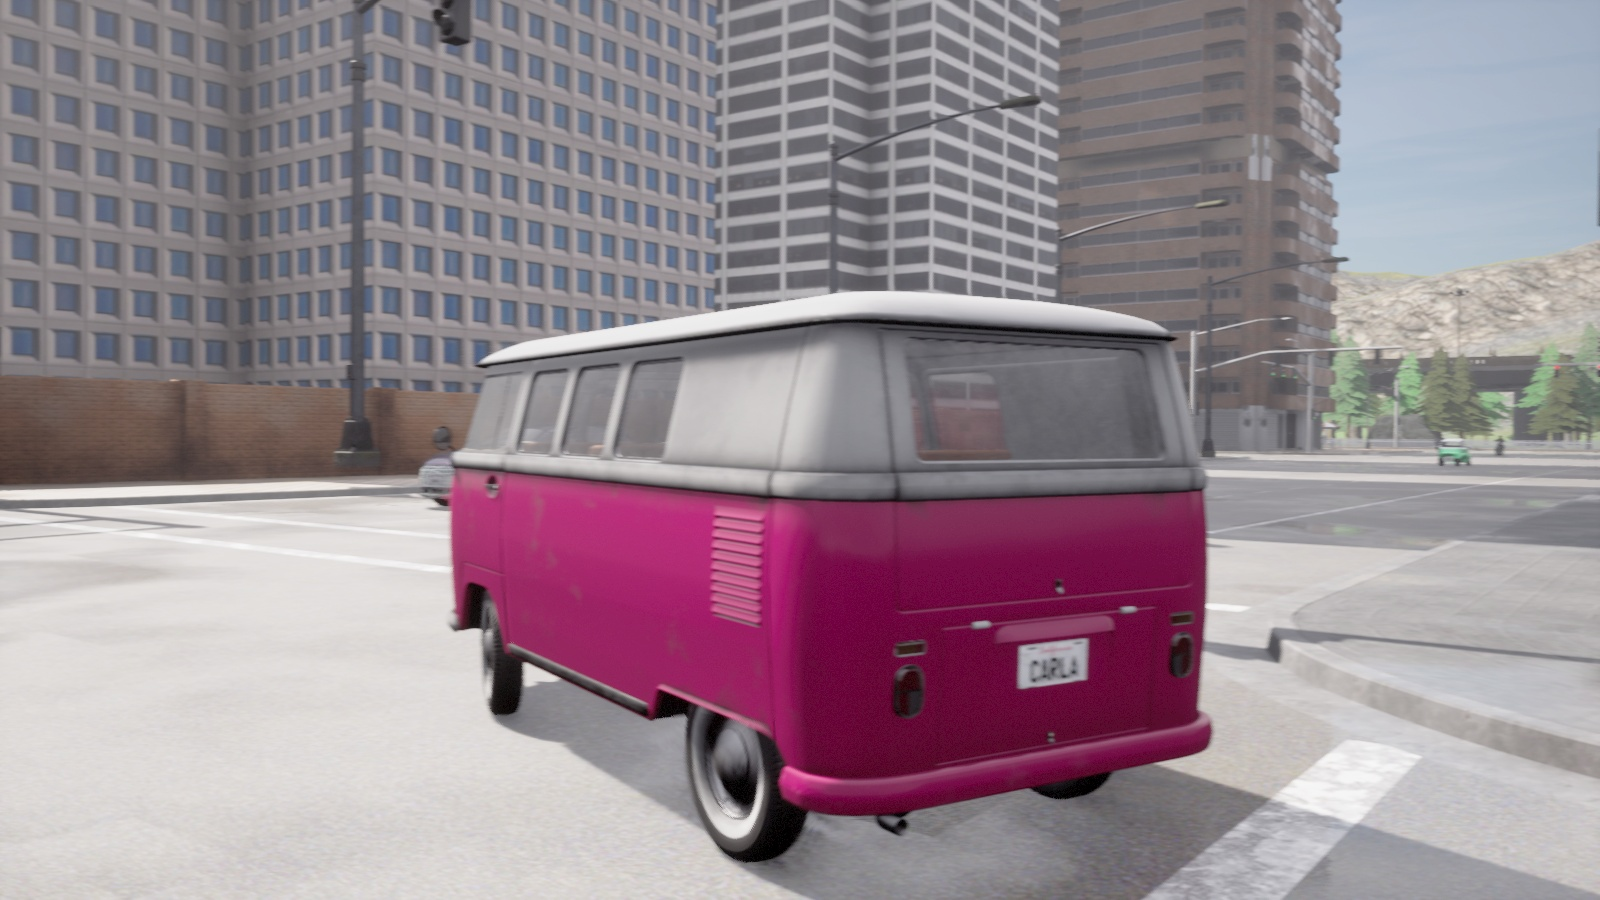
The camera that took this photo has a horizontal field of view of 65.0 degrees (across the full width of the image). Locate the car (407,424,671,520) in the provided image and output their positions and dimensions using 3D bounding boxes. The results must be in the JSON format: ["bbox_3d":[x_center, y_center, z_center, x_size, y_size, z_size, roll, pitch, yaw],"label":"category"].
[{"bbox_3d":[-4.907,0.341,24.285,2.033,1.649,4.856,0,1,37],"label":"car"}]

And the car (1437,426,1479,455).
[{"bbox_3d":[32.655,-0.481,62.292,1.481,1.376,2.207,0,1,37],"label":"car"}]

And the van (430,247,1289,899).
[{"bbox_3d":[-0.205,0.396,5.849,1.775,1.987,4.442,-1,1,-32],"label":"van"}]
